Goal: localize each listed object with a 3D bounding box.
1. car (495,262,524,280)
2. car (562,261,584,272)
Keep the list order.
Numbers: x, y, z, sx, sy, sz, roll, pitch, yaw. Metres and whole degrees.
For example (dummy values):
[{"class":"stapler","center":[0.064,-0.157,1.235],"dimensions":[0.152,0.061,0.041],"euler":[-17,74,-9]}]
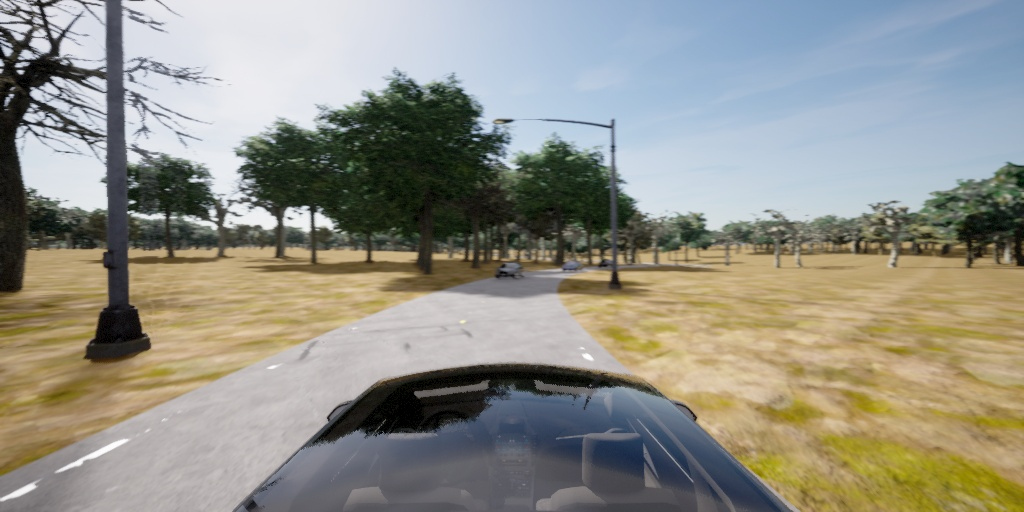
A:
[{"class":"car","center":[-0.153,1.330,32.906],"dimensions":[1.837,1.490,4.892],"euler":[-1,0,14]},{"class":"car","center":[8.108,1.356,47.444],"dimensions":[2.033,1.411,5.357],"euler":[0,0,24]}]
